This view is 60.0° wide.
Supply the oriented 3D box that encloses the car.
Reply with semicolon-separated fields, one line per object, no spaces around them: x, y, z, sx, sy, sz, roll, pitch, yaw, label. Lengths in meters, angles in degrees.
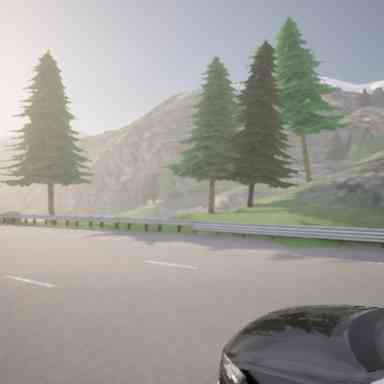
2.461;1.473;2.155;4.902;1.511;2.128;-1;-1;36;car
